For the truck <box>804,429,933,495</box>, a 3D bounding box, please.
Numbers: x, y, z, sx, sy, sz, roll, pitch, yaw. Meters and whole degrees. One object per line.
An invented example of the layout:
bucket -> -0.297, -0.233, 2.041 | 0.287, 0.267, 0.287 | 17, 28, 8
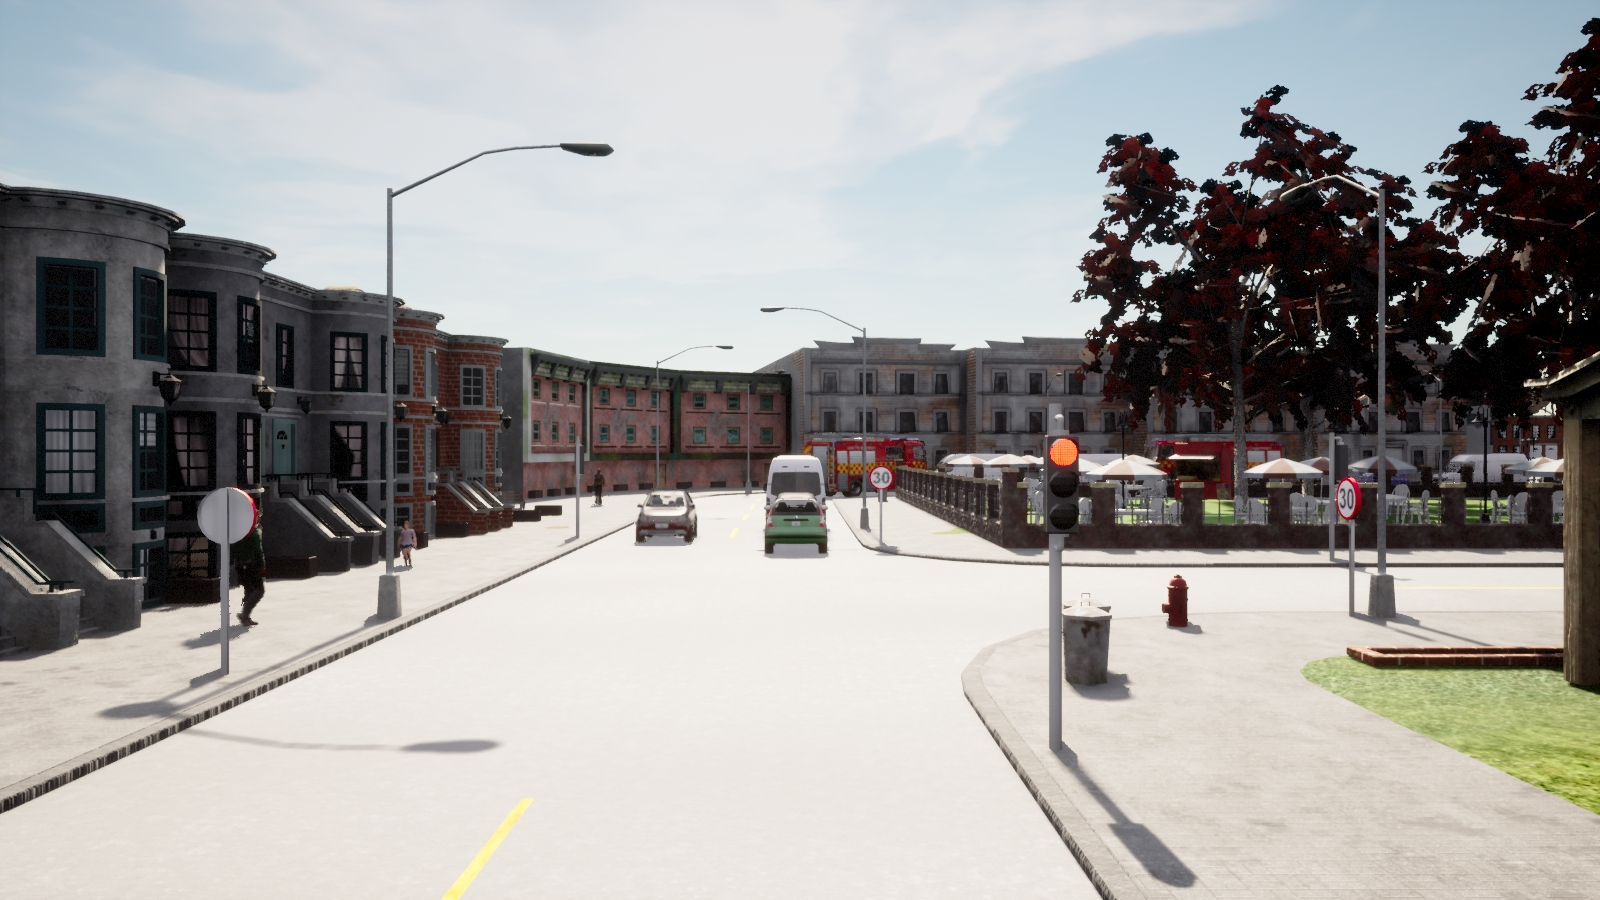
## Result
truck -> 4.295, 0.672, 70.228 | 8.468, 3.827, 2.891 | 0, 0, -43

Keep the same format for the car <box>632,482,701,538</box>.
car -> -4.085, 1.805, 35.350 | 1.789, 1.549, 3.705 | 0, 0, -1

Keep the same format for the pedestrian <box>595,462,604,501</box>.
pedestrian -> -9.636, 1.525, 54.868 | 0.375, 1.860, 0.375 | 0, 0, 2

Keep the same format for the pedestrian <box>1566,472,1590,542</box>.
pedestrian -> 20.835, 1.525, 30.594 | 0.375, 1.860, 0.375 | 0, 0, 0

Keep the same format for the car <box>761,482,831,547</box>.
car -> -0.119, 1.779, 32.373 | 1.851, 1.617, 3.988 | 0, 0, 0

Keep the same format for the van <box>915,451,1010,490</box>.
van -> 10.550, 1.314, 74.428 | 5.915, 2.561, 1.988 | 0, 0, 0

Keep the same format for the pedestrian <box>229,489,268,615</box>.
pedestrian -> -8.349, 1.524, 17.293 | 0.375, 1.860, 0.375 | 0, 0, 24

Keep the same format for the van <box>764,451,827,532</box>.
van -> -0.147, 1.315, 39.074 | 1.988, 2.561, 5.915 | 0, 0, 0

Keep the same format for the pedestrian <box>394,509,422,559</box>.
pedestrian -> -8.921, 1.904, 25.992 | 0.500, 1.100, 0.500 | 0, 0, -5
